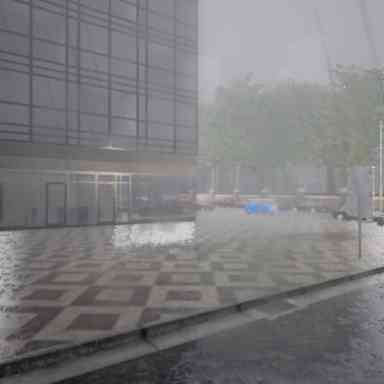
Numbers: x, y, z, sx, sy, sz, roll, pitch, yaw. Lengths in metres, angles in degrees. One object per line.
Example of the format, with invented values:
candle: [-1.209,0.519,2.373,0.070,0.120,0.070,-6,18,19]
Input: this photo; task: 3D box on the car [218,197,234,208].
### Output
car: [5.094,1.710,55.441,2.192,1.841,5.009,0,0,-35]

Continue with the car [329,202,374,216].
car: [17.828,1.897,37.375,1.802,1.307,4.206,0,0,-35]

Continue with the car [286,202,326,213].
car: [14.645,1.893,41.891,2.008,1.369,4.403,0,0,-35]

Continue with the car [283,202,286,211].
car: [11.460,1.930,46.406,1.947,1.339,4.313,0,0,-35]

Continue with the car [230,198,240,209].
car: [8.278,1.964,50.924,1.802,1.307,4.206,0,0,-35]

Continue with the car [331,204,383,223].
car: [14.047,1.828,27.938,2.008,1.369,4.403,0,0,-35]

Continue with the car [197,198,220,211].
car: [1.315,1.922,46.004,1.887,1.381,4.507,0,0,-35]

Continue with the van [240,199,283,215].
van: [7.680,1.678,36.971,1.690,1.788,3.998,0,0,-35]
